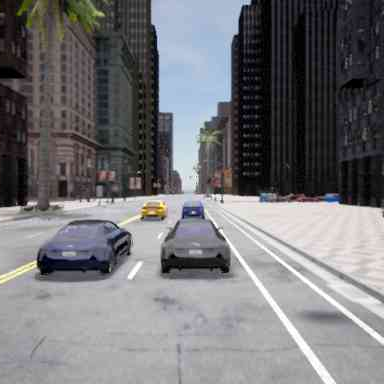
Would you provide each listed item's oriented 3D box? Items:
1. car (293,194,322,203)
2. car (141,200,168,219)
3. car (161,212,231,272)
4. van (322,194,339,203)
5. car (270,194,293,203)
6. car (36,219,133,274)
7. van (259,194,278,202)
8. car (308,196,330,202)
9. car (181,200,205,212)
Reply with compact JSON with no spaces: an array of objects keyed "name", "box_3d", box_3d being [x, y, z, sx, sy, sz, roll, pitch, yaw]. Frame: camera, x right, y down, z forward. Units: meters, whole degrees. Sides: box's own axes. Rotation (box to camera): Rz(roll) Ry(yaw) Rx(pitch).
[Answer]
[{"name":"car","box_3d":[22.747,1.519,65.863,4.206,1.307,1.802,0,0,0]},{"name":"car","box_3d":[-3.151,1.451,28.583,1.882,1.535,5.008,0,0,0]},{"name":"car","box_3d":[0.099,1.553,10.778,1.994,1.385,4.181,0,0,0]},{"name":"van","box_3d":[28.425,1.275,65.864,3.998,1.788,1.690,0,0,0]},{"name":"car","box_3d":[17.070,1.492,65.861,4.403,1.369,2.008,0,0,0]},{"name":"car","box_3d":[-3.151,1.553,10.537,1.994,1.385,4.181,0,0,0]},{"name":"van","box_3d":[17.065,1.251,74.385,3.998,1.788,1.690,0,0,0]},{"name":"car","box_3d":[28.420,1.484,74.390,4.206,1.307,1.802,0,0,0]},{"name":"car","box_3d":[0.100,1.450,28.605,1.882,1.535,5.008,0,0,0]}]
